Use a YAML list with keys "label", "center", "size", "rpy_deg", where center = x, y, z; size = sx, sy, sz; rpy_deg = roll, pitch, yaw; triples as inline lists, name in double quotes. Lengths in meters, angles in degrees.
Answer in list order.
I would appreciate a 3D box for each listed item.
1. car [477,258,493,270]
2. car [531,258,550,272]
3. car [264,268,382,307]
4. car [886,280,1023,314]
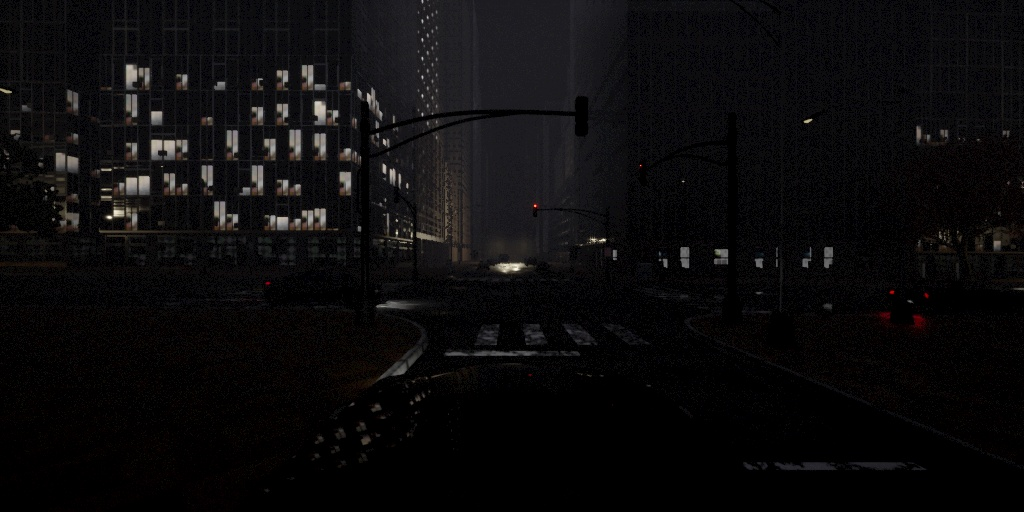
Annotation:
- label: "car"
  center: [-4.073, 1.342, 52.022]
  size: [1.802, 1.307, 4.207]
  rpy_deg: [0, 0, 0]
- label: "car"
  center: [3.885, 1.329, 46.537]
  size: [1.948, 1.339, 4.313]
  rpy_deg: [0, 0, 0]
- label: "car"
  center: [-7.460, 1.206, 14.429]
  size: [4.181, 1.385, 1.994]
  rpy_deg: [1, 0, -3]
- label: "car"
  center: [19.552, 1.730, 15.707]
  size: [4.718, 1.301, 1.895]
  rpy_deg: [1, 0, -3]
